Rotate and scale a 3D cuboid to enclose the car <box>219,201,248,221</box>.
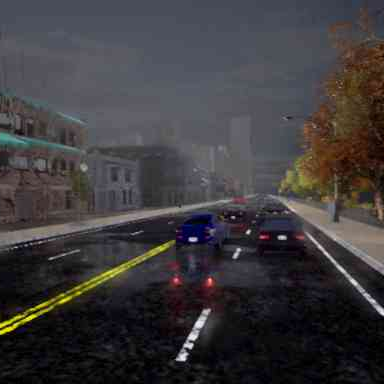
[{"bbox_3d":[3.850,1.781,29.217,1.895,1.301,4.718,-1,0,13],"label":"car"}]

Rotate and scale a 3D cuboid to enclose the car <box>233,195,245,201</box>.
[{"bbox_3d":[10.060,1.648,70.725,2.150,2.045,5.566,-1,0,13],"label":"car"}]

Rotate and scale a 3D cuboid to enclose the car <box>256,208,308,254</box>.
[{"bbox_3d":[3.626,1.610,13.755,2.033,1.411,5.357,-1,0,13],"label":"car"}]

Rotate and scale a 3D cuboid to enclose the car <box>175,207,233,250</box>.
[{"bbox_3d":[0.550,1.635,14.869,1.812,1.442,4.674,-1,0,13],"label":"car"}]

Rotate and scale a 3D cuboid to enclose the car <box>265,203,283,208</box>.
[{"bbox_3d":[6.990,1.682,28.373,2.033,1.411,5.357,-1,0,13],"label":"car"}]

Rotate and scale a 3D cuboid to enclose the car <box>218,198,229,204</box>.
[{"bbox_3d":[6.904,1.992,71.481,1.812,1.442,4.674,-1,0,13],"label":"car"}]
